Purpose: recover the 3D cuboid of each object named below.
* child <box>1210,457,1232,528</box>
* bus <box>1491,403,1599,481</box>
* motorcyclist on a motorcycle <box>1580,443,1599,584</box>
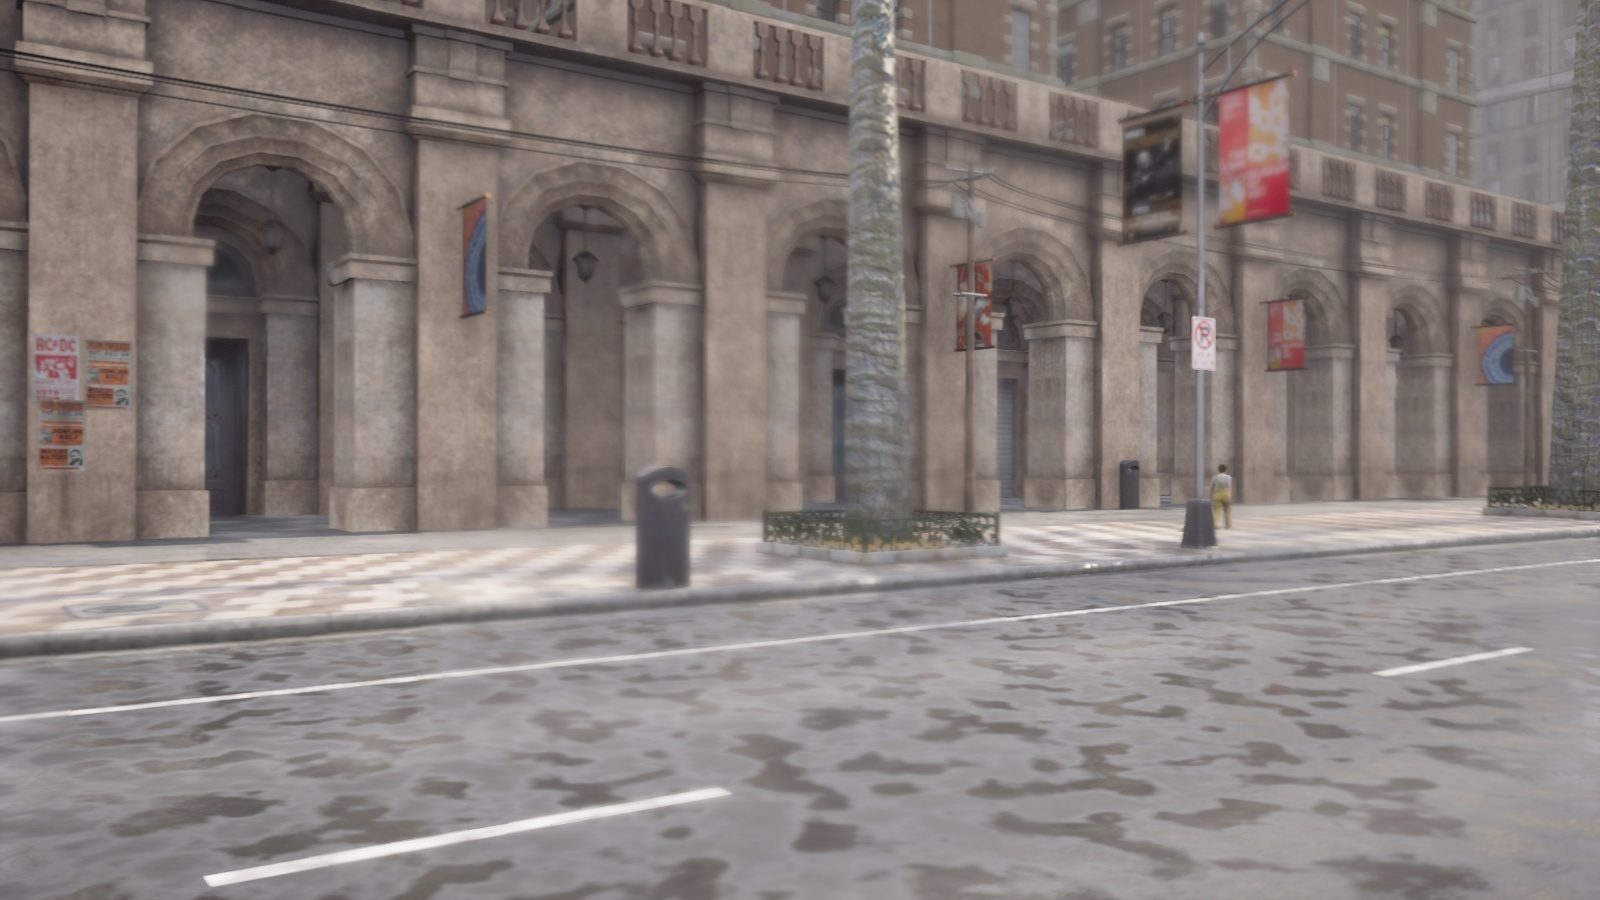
[{"bbox_3d":[7.577,0.751,22.608,0.270,1.263,0.437,0,0,34],"label":"child"},{"bbox_3d":[44.873,-0.427,70.190,3.944,4.253,10.273,0,0,-35],"label":"bus"},{"bbox_3d":[10.394,0.737,15.186,2.350,1.649,0.766,0,0,-35],"label":"motorcyclist on a motorcycle"}]
